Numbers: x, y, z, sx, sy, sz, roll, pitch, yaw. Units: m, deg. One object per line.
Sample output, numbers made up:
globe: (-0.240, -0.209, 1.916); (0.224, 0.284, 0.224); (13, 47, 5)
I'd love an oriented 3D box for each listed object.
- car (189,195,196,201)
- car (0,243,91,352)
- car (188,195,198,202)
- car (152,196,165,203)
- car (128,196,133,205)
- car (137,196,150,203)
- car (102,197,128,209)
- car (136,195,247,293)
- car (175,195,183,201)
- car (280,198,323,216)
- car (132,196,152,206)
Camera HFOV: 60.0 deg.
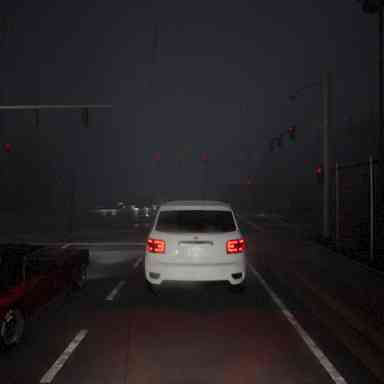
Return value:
car: (0.185, 1.524, 86.088); (1.812, 1.442, 4.674); (0, 0, 0)
car: (-3.430, 1.601, 6.109); (1.895, 1.301, 4.718); (0, 0, 1)
car: (0.168, 1.523, 75.685); (2.128, 1.511, 4.902); (0, 0, 0)
car: (-6.854, 1.547, 68.932); (2.033, 1.411, 5.357); (0, 0, 0)
car: (-10.462, 1.478, 56.577); (1.882, 1.535, 5.008); (0, 0, 1)
car: (-10.348, 1.594, 71.185); (1.895, 1.301, 4.718); (0, 0, 0)
car: (-10.505, 1.547, 44.728); (2.033, 1.411, 5.357); (0, 0, 0)
car: (0.092, 1.221, 9.032); (2.150, 2.045, 5.566); (0, 0, 0)
car: (-3.316, 1.540, 85.973); (2.033, 1.411, 5.357); (0, 0, 0)
car: (11.020, 1.407, 32.611); (4.553, 1.767, 2.097); (0, 0, 0)
car: (-6.994, 1.505, 48.540); (1.837, 1.490, 4.892); (0, 0, 0)
